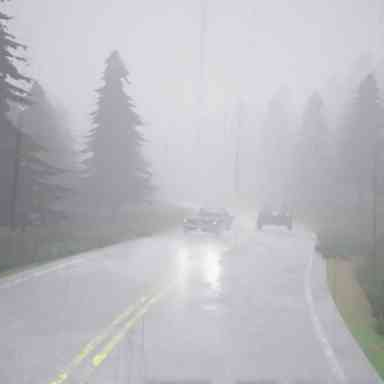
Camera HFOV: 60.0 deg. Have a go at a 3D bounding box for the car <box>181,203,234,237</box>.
[{"bbox_3d":[0.962,1.500,17.786,1.895,1.301,4.718,3,0,17],"label":"car"}]

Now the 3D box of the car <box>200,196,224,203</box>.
[{"bbox_3d":[2.765,1.239,46.981,1.882,1.535,5.008,0,1,-21],"label":"car"}]

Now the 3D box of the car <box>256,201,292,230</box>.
[{"bbox_3d":[5.440,1.396,22.345,2.097,1.767,4.553,2,1,10],"label":"car"}]
